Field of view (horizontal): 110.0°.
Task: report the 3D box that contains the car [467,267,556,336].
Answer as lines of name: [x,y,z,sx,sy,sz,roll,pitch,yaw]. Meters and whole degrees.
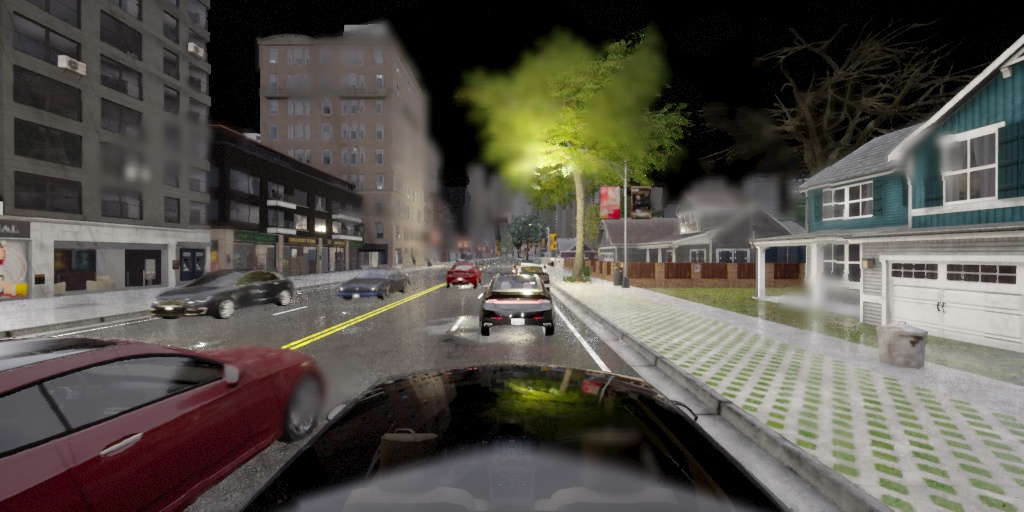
car: [0.134,1.239,10.369,2.128,1.511,4.902,0,0,0]

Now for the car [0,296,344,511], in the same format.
car: [-3.148,1.276,2.371,1.812,1.442,4.674,0,0,0]

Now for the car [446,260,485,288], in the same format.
car: [-3.059,1.215,23.710,1.882,1.535,5.008,0,0,0]

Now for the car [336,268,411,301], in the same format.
car: [-6.533,1.290,17.706,2.033,1.411,5.357,0,0,0]

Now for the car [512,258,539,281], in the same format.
car: [1.093,1.082,30.479,2.097,1.767,4.553,0,0,0]

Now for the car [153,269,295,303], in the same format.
car: [-9.805,1.251,12.689,1.837,1.490,4.892,0,0,0]

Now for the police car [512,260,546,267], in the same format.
police car: [1.052,1.165,20.618,1.930,1.638,5.238,0,0,0]
